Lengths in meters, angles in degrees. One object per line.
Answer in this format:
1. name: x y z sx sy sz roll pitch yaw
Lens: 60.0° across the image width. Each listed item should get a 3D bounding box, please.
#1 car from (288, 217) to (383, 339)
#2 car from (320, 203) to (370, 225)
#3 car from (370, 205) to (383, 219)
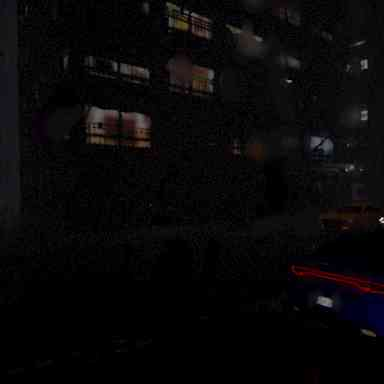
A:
1. car: 3.950 1.445 6.344 5.008 1.535 1.882 0 0 -36
2. car: 9.114 1.393 18.541 5.008 1.535 1.882 0 0 -37
3. car: 10.635 1.267 15.619 4.553 1.767 2.097 0 0 -37
